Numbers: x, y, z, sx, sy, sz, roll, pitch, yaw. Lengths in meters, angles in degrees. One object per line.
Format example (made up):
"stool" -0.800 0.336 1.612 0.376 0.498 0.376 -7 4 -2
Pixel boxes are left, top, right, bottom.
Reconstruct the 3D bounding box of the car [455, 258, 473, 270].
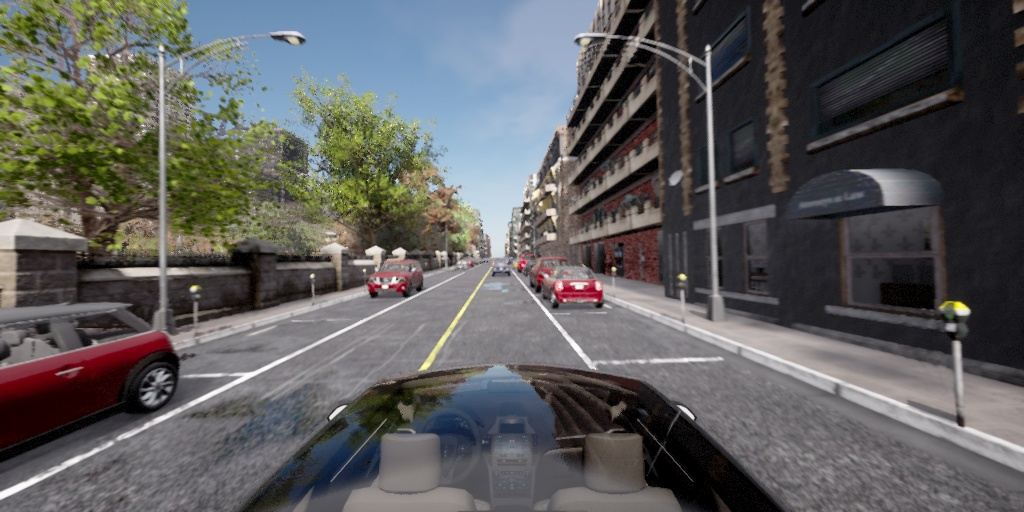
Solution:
"car" -7.398 1.371 53.021 2.007 1.370 4.403 0 0 -2

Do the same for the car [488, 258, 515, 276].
"car" -1.075 1.263 36.296 2.033 1.411 5.357 -1 0 -2

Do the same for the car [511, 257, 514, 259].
"car" 0.970 1.165 53.484 1.751 1.417 4.829 0 0 -2

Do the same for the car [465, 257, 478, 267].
"car" -7.784 1.123 64.062 2.192 1.841 5.009 0 0 -2

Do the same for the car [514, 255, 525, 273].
"car" 1.784 0.872 41.472 2.150 2.045 5.566 -1 0 -2

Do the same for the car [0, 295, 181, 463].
"car" -5.657 1.314 3.341 1.967 1.591 4.097 0 0 -2

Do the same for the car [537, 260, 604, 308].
"car" 2.330 1.122 14.673 1.967 1.591 4.097 0 0 -2

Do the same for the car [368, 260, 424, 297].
"car" -6.237 1.171 19.901 2.192 1.841 5.009 0 0 -2

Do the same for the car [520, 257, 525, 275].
"car" 2.075 1.155 34.446 1.837 1.490 4.892 -1 0 -2

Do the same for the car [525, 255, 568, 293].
"car" 2.136 0.991 20.193 2.192 1.841 5.009 0 0 -2
